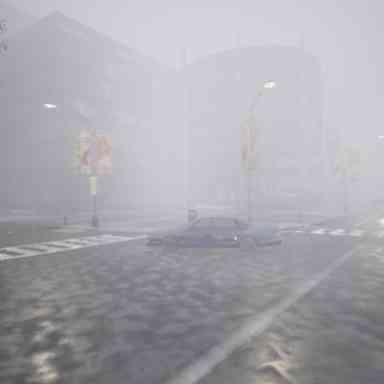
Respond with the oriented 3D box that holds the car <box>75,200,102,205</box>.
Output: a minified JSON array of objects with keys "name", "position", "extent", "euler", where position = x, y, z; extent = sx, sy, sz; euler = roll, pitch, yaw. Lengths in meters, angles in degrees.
[{"name":"car","position":[-15.012,1.977,50.272],"extent":[4.674,1.452,2.002],"euler":[-1,-1,35]}]

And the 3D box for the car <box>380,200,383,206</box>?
[{"name":"car","position":[19.216,1.597,31.071],"extent":[1.895,1.301,4.718],"euler":[-1,-1,36]}]

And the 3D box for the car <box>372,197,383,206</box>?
[{"name":"car","position":[30.440,1.466,52.996],"extent":[1.994,1.385,4.181],"euler":[-1,-1,4]}]

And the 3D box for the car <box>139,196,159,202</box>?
[{"name":"car","position":[-10.448,1.869,78.791],"extent":[5.566,2.045,2.435],"euler":[-1,-1,35]}]

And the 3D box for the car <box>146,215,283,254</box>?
[{"name":"car","position":[0.899,1.656,13.534],"extent":[5.357,1.411,2.033],"euler":[-1,0,7]}]

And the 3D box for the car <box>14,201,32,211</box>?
[{"name":"car","position":[-27.363,2.280,53.892],"extent":[4.786,1.482,2.161],"euler":[-1,-1,35]}]
